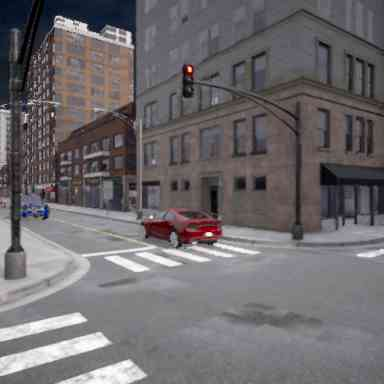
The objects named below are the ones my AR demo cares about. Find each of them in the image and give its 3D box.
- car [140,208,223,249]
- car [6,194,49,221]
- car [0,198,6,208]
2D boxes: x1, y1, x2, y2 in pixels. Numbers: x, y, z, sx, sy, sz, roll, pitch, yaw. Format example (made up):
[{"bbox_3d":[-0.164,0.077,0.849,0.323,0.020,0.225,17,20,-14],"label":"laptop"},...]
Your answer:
[{"bbox_3d":[-0.658,1.448,14.701,1.882,1.535,5.008,0,0,-32],"label":"car"},{"bbox_3d":[-13.276,1.162,26.973,2.150,2.045,5.566,0,0,-36],"label":"car"},{"bbox_3d":[-26.169,1.491,44.811,1.895,1.301,4.718,0,0,-36],"label":"car"}]
